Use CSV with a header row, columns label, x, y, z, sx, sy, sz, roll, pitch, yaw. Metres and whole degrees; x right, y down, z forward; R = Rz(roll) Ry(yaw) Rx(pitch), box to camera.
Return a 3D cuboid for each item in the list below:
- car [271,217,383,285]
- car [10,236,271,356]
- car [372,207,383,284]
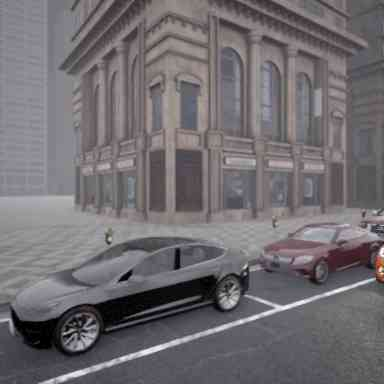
label,x,y,z,sx,sy,sz,roll,pitch,yaw
car,3.736,1.529,9.308,4.206,1.307,1.802,0,0,-35
car,-0.825,1.549,6.056,4.313,1.339,1.947,0,0,-35
car,6.353,1.291,7.909,4.553,1.767,2.097,0,0,-35
